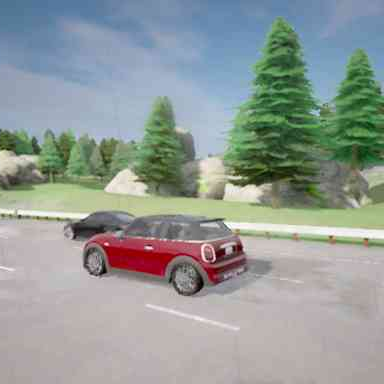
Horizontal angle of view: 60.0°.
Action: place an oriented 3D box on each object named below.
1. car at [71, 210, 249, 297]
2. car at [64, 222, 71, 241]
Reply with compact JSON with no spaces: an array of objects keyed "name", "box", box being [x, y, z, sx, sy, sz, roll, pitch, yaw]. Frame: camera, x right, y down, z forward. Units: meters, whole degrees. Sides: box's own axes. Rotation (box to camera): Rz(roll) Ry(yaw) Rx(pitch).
[{"name":"car","box":[-0.871,1.376,8.911,4.553,1.767,2.097,0,0,35]},{"name":"car","box":[-3.982,1.577,15.428,4.674,1.442,1.812,0,0,35]}]
